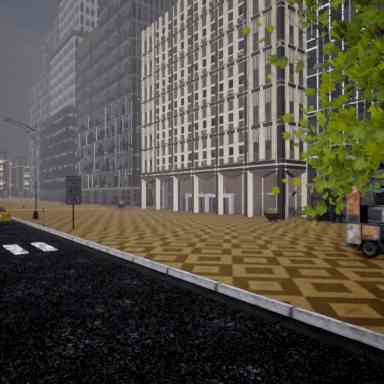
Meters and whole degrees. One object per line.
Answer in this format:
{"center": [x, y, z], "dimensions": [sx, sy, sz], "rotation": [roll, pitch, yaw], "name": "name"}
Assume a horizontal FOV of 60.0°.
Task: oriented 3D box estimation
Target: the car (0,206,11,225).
{"center": [-13.899, 1.529, 23.329], "dimensions": [1.752, 1.417, 4.829], "rotation": [0, 0, -38], "name": "car"}
